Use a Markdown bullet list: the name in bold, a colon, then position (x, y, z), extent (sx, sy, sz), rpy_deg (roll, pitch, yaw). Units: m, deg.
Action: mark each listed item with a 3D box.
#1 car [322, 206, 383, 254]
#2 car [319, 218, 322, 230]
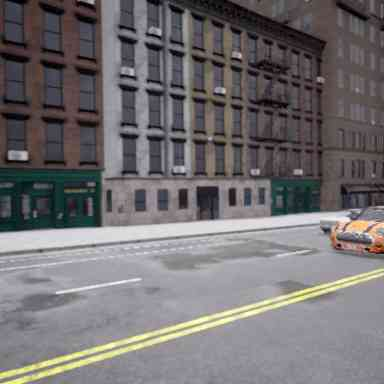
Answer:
- **car**: position (7.453, 1.354, 12.977), extent (4.553, 1.767, 2.097), rpy_deg (0, 0, -35)
- **car**: position (8.982, 1.597, 18.056), extent (4.718, 1.301, 1.895), rpy_deg (0, 0, -35)
